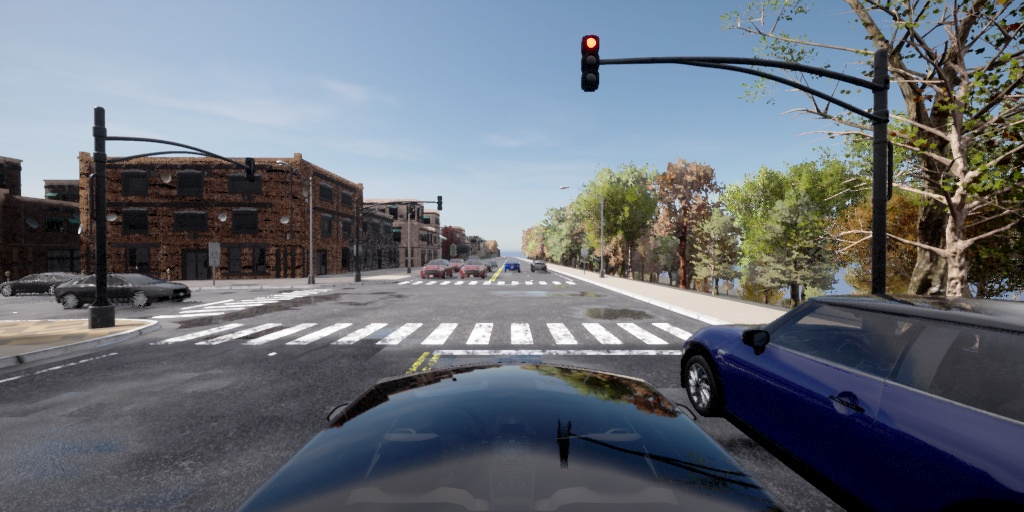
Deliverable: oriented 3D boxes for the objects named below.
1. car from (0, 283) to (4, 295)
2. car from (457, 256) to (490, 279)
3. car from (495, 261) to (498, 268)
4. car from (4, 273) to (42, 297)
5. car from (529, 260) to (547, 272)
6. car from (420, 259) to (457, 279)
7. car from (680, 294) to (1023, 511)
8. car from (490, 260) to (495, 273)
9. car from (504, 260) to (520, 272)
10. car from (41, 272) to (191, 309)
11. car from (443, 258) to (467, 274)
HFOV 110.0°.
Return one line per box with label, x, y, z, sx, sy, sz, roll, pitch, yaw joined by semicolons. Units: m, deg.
car;-22.619;1.686;13.379;4.313;1.339;1.948;0;0;-1
car;-3.375;1.098;32.263;2.097;1.767;4.553;0;0;0
car;-3.432;1.308;59.461;1.994;1.385;4.181;0;0;0
car;-28.327;1.671;21.900;4.403;1.370;2.007;0;0;-1
car;3.287;1.236;44.984;2.128;1.511;4.902;0;0;0
car;-6.689;1.098;32.278;2.097;1.767;4.553;0;0;2
car;3.350;1.102;3.068;2.097;1.767;4.553;0;0;0
car;-3.407;1.223;43.352;1.882;1.535;5.008;0;0;0
car;0.034;1.222;46.576;1.882;1.535;5.008;0;0;0
car;-17.448;1.516;16.216;4.892;1.490;1.837;-1;1;-1
car;-6.653;1.096;42.287;2.097;1.767;4.553;0;0;0
